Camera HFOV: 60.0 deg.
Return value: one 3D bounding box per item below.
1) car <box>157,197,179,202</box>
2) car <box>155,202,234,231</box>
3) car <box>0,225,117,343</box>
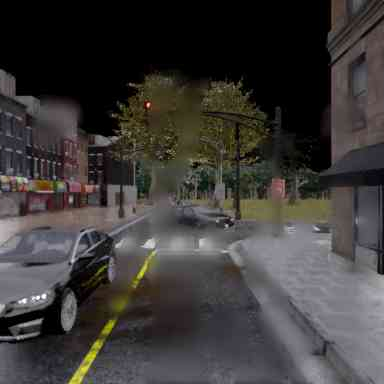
[{"bbox_3d":[-2.914,1.405,38.835,2.097,1.767,4.553,0,0,0],"label":"car"},{"bbox_3d":[0.013,1.554,20.798,5.357,1.411,2.033,0,0,43],"label":"car"},{"bbox_3d":[-2.862,1.492,6.794,2.128,1.511,4.902,0,0,0],"label":"car"}]
